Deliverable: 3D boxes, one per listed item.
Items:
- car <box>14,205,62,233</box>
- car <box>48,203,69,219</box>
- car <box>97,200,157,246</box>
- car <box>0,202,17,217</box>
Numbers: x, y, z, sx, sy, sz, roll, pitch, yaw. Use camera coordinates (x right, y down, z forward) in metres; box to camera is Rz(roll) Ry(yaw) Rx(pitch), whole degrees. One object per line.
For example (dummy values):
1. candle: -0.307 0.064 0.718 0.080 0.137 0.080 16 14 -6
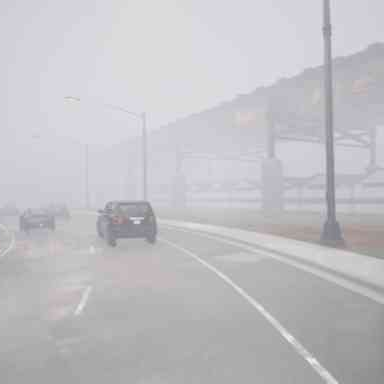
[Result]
1. car: -10.740 1.906 22.953 2.128 1.511 4.902 0 -1 -32
2. car: -14.643 1.954 35.481 2.097 1.767 4.553 -1 -1 -33
3. car: -3.423 1.444 16.872 2.150 2.045 5.566 0 -1 -23
4. car: -22.734 2.374 41.508 1.994 1.385 4.181 -1 -1 -33
